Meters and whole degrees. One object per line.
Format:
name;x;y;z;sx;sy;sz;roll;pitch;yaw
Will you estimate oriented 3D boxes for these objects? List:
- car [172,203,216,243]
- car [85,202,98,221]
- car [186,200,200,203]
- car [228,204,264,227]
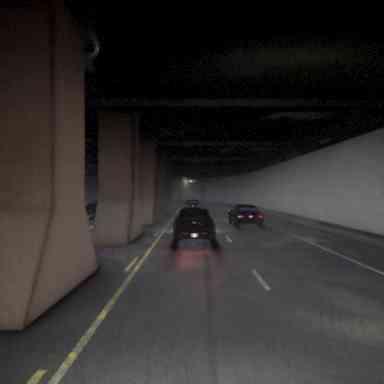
car;0.101;1.510;16.012;1.837;1.490;4.892;0;0;0
car;-7.099;1.513;25.213;1.837;1.490;4.892;0;0;0
car;0.099;1.560;37.873;2.033;1.411;5.357;0;0;0
car;3.601;1.555;22.867;2.033;1.411;5.357;0;0;0
